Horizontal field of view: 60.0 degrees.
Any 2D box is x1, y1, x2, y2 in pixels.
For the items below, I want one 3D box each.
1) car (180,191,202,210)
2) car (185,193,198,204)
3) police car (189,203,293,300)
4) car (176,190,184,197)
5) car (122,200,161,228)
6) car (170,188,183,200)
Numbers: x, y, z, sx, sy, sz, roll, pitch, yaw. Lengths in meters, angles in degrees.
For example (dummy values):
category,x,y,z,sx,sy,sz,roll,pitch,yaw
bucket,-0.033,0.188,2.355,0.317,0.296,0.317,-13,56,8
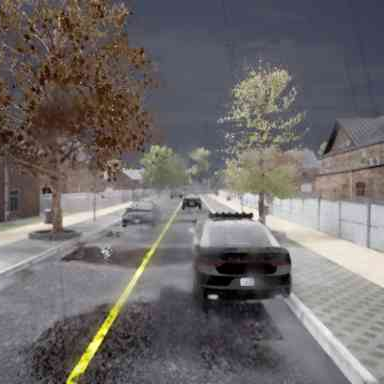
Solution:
category,x,y,z,sx,sy,sz,roll,pitch,yaw
car,0.000,0.972,34.382,1.882,1.535,5.008,0,0,0
car,-0.044,0.844,46.714,1.812,1.442,4.674,0,1,0
police car,0.945,1.301,8.280,1.930,1.638,5.238,0,1,0
car,-2.920,0.303,82.914,1.882,1.535,5.008,0,1,0
car,-2.890,1.233,19.729,1.812,1.442,4.674,0,1,0
car,-2.916,0.323,62.218,2.150,2.045,5.566,0,1,1
